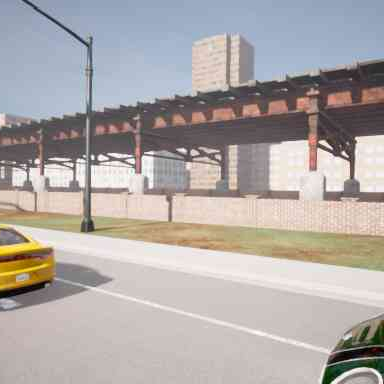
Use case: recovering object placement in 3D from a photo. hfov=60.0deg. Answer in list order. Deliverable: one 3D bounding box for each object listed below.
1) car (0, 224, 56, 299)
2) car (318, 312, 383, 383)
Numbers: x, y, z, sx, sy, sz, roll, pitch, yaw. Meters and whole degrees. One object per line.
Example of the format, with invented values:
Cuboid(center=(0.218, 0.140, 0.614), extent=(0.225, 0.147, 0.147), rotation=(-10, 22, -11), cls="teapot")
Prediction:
Cuboid(center=(-5.218, 1.452, 7.721), extent=(5.008, 1.535, 1.882), rotation=(0, 0, 36), cls="car")
Cuboid(center=(3.065, 1.353, 1.805), extent=(4.553, 1.767, 2.097), rotation=(0, 0, 36), cls="car")
